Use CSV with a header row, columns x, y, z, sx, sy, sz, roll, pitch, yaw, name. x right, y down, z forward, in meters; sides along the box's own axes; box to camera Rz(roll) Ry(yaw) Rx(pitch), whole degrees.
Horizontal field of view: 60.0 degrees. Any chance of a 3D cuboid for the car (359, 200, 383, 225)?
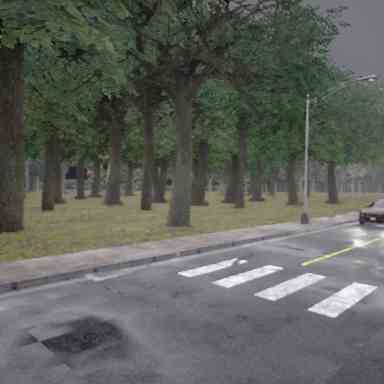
x,y,z,sx,sy,sz,roll,pitch,yaw,name
11.875,1.208,20.340,5.008,1.535,1.882,-1,2,-45,car
